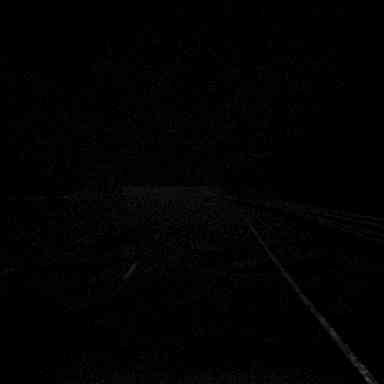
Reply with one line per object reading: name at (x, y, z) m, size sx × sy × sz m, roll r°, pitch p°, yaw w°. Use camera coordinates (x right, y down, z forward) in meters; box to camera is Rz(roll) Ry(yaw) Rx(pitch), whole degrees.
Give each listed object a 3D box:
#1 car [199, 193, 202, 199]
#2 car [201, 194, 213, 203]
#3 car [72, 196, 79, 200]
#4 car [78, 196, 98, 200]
car at (3.507, 1.604, 88.766) m, size 1.895 × 1.301 × 4.718 m, roll 0°, pitch 0°, yaw 0°
car at (3.506, 1.550, 72.237) m, size 1.812 × 1.442 × 4.674 m, roll 0°, pitch 0°, yaw 0°
car at (-20.995, 1.536, 62.284) m, size 2.128 × 1.511 × 4.902 m, roll 0°, pitch 0°, yaw 0°
car at (-17.516, 1.581, 58.052) m, size 2.033 × 1.411 × 5.357 m, roll 0°, pitch 0°, yaw 1°
